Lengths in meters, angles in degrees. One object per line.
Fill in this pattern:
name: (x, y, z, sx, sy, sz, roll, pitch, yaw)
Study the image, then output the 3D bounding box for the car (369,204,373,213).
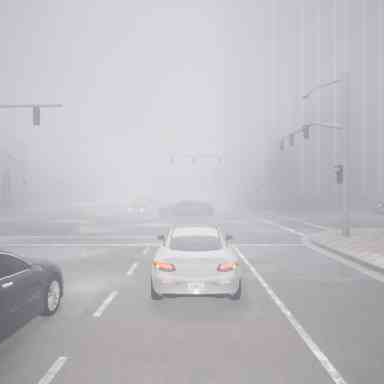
car: (19.899, 1.352, 32.597, 4.553, 1.767, 2.097, 0, 0, 0)

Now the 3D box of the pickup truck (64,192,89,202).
pickup truck: (-24.637, 1.059, 70.312, 2.390, 2.098, 6.274, 0, 0, 30)

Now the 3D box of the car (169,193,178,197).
car: (-4.721, 1.225, 85.527, 2.150, 2.045, 5.566, 0, 0, -1)

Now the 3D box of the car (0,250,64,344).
car: (-3.434, 1.505, 4.603, 1.837, 1.490, 4.892, 0, 0, 1)

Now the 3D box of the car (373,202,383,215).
car: (19.414, 1.221, 29.096, 5.566, 2.045, 2.150, 0, 0, 0)

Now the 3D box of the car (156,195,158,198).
car: (-7.994, 1.352, 68.154, 2.097, 1.767, 4.553, 0, 0, 0)

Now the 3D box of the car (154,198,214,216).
car: (-0.533, 1.505, 28.954, 4.892, 1.490, 1.837, 0, 0, 0)

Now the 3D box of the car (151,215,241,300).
car: (0.080, 1.526, 8.252, 1.812, 1.442, 4.674, 0, 0, 0)

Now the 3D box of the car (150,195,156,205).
car: (-7.920, 1.505, 57.972, 1.837, 1.490, 4.892, 0, 0, -1)

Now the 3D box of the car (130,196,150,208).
car: (-7.796, 1.478, 48.718, 1.882, 1.535, 5.008, 0, 0, -1)
